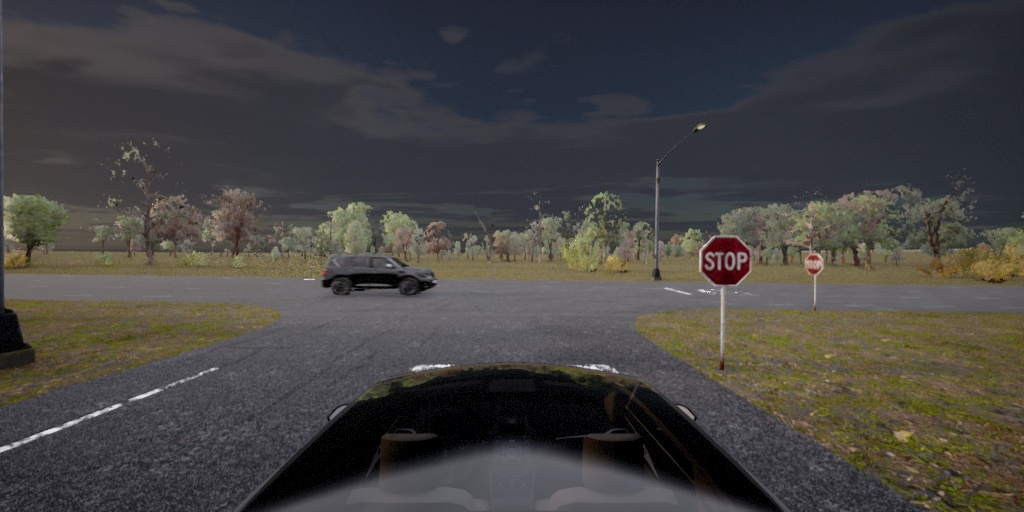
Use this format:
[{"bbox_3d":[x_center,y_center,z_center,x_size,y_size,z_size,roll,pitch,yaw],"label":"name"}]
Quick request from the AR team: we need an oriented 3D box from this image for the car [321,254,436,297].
[{"bbox_3d":[-6.760,0.945,18.409,5.566,2.045,2.150,0,0,0],"label":"car"}]
